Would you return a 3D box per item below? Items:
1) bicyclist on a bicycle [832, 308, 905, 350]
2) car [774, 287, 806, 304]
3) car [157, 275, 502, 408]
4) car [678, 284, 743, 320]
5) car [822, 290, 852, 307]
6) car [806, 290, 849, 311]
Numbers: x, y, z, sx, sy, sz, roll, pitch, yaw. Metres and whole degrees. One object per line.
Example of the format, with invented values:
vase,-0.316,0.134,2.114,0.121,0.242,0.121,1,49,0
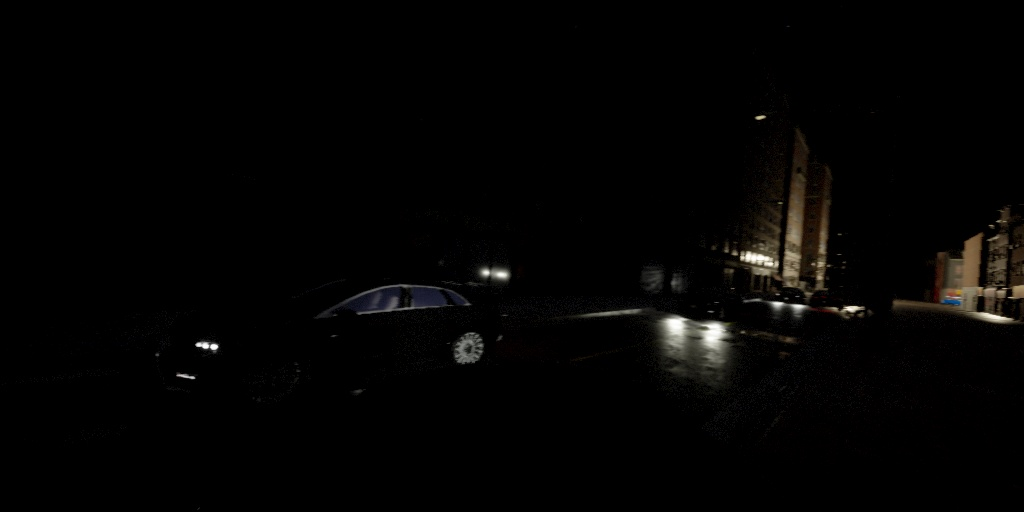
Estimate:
bicyclist on a bicycle,11.309,2.055,11.385,0.582,1.620,1.656,5,0,-44
car,26.572,3.711,34.087,4.674,1.442,1.812,5,-1,-44
car,-2.320,1.072,5.852,4.902,1.511,2.128,5,0,-44
car,10.025,2.168,17.956,5.008,1.535,1.882,5,0,-44
car,34.304,4.428,37.779,4.181,1.385,1.994,5,-1,-44
car,26.481,3.628,30.045,5.008,1.535,1.882,5,0,-44
